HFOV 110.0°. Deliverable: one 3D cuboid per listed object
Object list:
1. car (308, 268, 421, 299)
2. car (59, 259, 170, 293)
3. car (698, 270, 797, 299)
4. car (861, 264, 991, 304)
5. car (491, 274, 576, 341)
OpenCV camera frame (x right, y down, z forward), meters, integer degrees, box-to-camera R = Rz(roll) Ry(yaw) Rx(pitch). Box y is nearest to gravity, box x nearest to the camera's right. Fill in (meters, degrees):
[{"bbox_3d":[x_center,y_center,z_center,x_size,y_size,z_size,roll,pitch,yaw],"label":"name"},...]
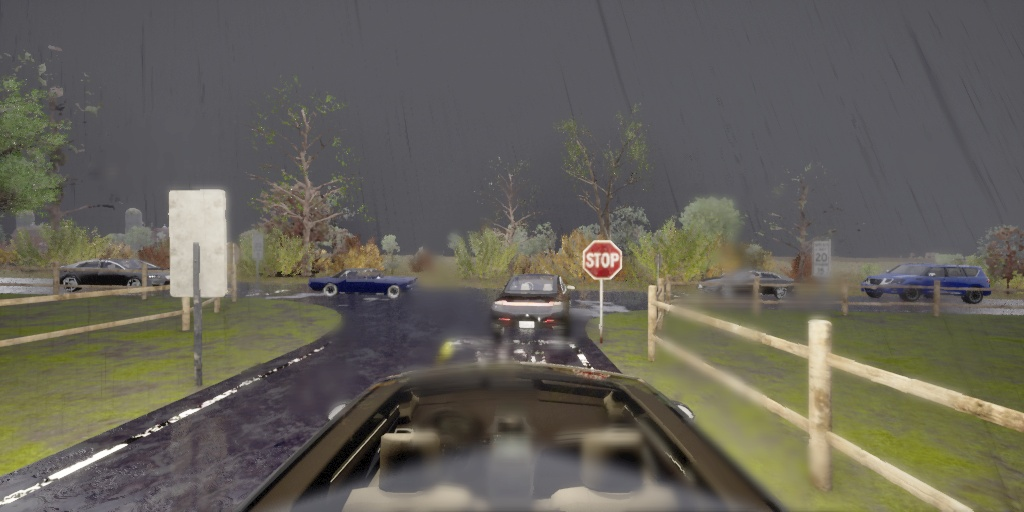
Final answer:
[{"bbox_3d":[-6.821,1.248,17.017,4.718,1.301,1.895,1,1,0],"label":"car"},{"bbox_3d":[-18.489,0.885,17.034,4.902,1.511,2.128,1,1,0],"label":"car"},{"bbox_3d":[13.005,1.525,19.944,4.902,1.511,2.128,1,1,0],"label":"car"},{"bbox_3d":[22.900,1.467,19.932,5.566,2.045,2.150,1,1,0],"label":"car"},{"bbox_3d":[0.707,1.240,9.986,2.128,1.511,4.902,0,0,9],"label":"car"}]
